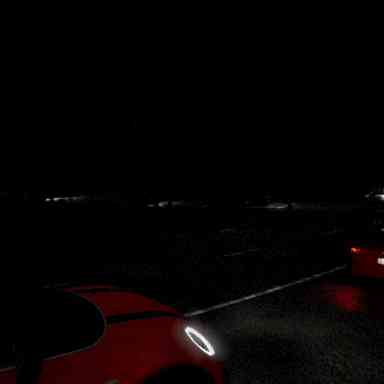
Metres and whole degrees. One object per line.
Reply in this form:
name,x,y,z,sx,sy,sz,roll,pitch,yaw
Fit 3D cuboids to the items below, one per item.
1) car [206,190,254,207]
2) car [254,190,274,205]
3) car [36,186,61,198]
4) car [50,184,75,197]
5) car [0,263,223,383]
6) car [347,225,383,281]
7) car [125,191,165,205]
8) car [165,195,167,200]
car,3.847,0.843,36.677,4.902,1.511,2.128,0,3,33
car,7.138,0.528,38.730,4.553,1.767,2.097,-1,2,32
car,-24.456,0.185,55.107,4.892,1.490,1.837,2,4,33
car,-22.911,-0.262,58.262,5.566,2.045,2.150,2,4,33
car,-1.912,1.351,2.571,4.553,1.767,2.097,0,0,-35
car,5.802,1.476,8.665,4.181,1.385,1.994,-1,1,-41
car,-6.458,0.760,43.359,5.008,1.535,1.882,2,4,33
car,-5.738,0.597,47.060,4.892,1.490,1.837,1,3,33
